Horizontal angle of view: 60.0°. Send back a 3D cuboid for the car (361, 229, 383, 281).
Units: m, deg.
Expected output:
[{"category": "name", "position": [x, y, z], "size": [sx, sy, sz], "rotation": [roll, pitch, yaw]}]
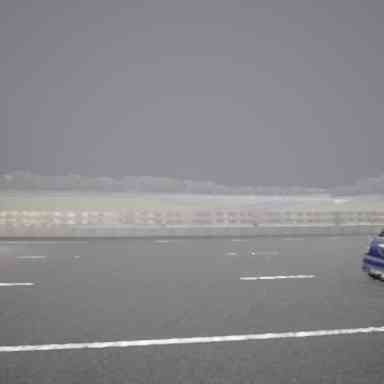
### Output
[{"category": "car", "position": [6.684, 1.445, 8.148], "size": [4.553, 1.767, 2.097], "rotation": [1, 0, -11]}]
